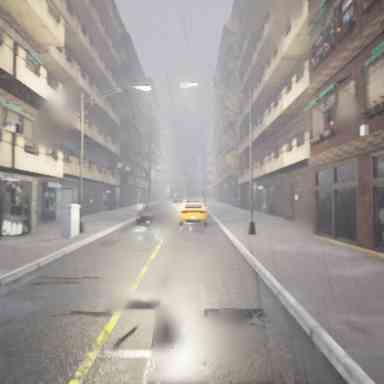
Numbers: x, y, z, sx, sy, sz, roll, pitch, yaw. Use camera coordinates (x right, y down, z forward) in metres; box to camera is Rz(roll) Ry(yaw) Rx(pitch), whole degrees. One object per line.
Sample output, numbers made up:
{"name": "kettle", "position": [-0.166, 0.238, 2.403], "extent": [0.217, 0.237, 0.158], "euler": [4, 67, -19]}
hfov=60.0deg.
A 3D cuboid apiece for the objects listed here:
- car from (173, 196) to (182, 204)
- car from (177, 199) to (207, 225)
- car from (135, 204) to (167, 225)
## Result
{"name": "car", "position": [-2.773, 1.660, 65.077], "extent": [1.837, 1.490, 4.892], "euler": [0, 0, 0]}
{"name": "car", "position": [0.097, 1.508, 24.265], "extent": [1.882, 1.535, 5.008], "euler": [0, 0, 0]}
{"name": "car", "position": [-2.852, 1.578, 24.293], "extent": [2.033, 1.411, 5.357], "euler": [0, 0, 0]}
